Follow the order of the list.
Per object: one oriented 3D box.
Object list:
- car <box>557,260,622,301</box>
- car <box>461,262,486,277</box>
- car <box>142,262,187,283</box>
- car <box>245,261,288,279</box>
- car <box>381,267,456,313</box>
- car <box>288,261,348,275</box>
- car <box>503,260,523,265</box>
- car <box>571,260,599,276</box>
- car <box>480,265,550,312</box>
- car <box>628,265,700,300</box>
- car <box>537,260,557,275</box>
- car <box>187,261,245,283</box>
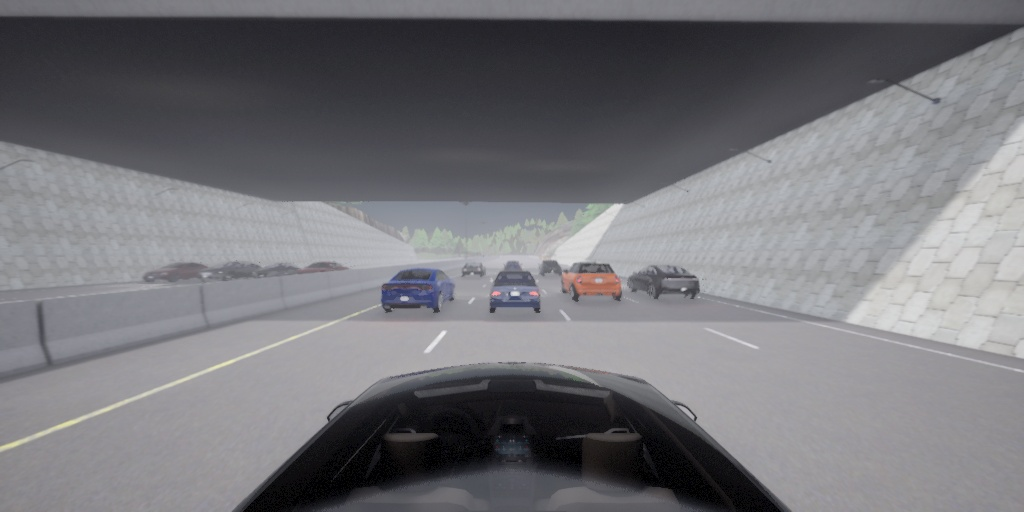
[{"bbox_3d":[3.598,1.036,17.009,2.097,1.767,4.553,0,0,0],"label":"car"},{"bbox_3d":[-3.409,1.216,32.819,1.895,1.301,4.718,0,0,0],"label":"car"},{"bbox_3d":[-24.602,1.168,26.741,1.812,1.442,4.674,0,0,0],"label":"car"},{"bbox_3d":[-17.602,1.204,27.263,1.994,1.385,4.181,0,0,0],"label":"car"},{"bbox_3d":[-3.400,1.175,13.812,1.882,1.535,5.008,0,0,0],"label":"car"},{"bbox_3d":[-14.102,1.119,26.829,1.882,1.535,5.008,0,0,0],"label":"car"},{"bbox_3d":[0.075,1.131,35.122,1.812,1.442,4.674,0,0,0],"label":"car"},{"bbox_3d":[7.075,1.131,35.099,1.812,1.442,4.674,0,0,0],"label":"car"},{"bbox_3d":[0.099,1.244,13.964,2.033,1.411,5.357,0,0,0],"label":"car"},{"bbox_3d":[7.100,1.174,17.260,2.128,1.511,4.902,0,0,0],"label":"car"},{"bbox_3d":[3.589,1.114,34.356,1.837,1.490,4.892,0,0,0],"label":"car"},{"bbox_3d":[-21.100,1.132,27.120,2.128,1.511,4.902,0,0,0],"label":"car"}]
